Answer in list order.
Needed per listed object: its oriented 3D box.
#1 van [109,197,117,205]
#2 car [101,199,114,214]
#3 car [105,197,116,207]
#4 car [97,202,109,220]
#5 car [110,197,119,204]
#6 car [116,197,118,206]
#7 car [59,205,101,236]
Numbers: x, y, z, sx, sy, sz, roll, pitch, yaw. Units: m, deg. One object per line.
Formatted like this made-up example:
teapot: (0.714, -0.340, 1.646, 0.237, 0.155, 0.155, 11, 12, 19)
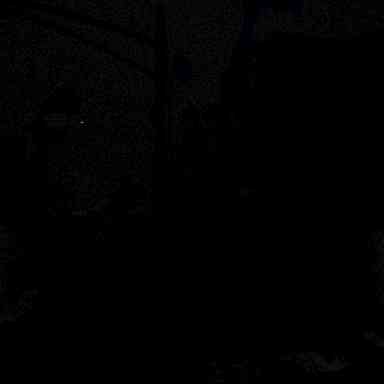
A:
van: (-18.766, 2.166, 79.557, 1.690, 1.788, 3.998, -1, 0, -11)
car: (-11.120, 1.975, 41.591, 1.887, 1.381, 4.507, -1, 0, -11)
car: (-12.214, 1.927, 47.015, 1.967, 1.590, 4.097, -1, 0, -11)
car: (-8.936, 1.900, 30.744, 1.802, 1.307, 4.206, -1, 0, -11)
car: (-20.950, 2.253, 90.404, 2.192, 1.841, 5.009, -1, 0, -11)
car: (-15.487, 2.206, 63.285, 2.008, 1.369, 4.403, -1, 0, -11)
car: (-6.754, 1.750, 19.897, 1.887, 1.381, 4.507, -1, 0, -11)
